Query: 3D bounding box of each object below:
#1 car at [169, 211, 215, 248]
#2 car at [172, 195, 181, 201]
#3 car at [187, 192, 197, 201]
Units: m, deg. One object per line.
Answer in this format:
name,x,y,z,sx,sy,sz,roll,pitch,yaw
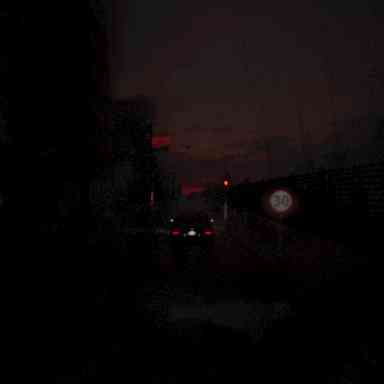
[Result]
car,0.000,1.561,14.650,2.033,1.411,5.357,0,0,0
car,-4.015,1.517,87.934,1.812,1.442,4.674,0,0,0
car,-0.013,1.108,83.573,2.150,2.045,5.566,0,0,0
